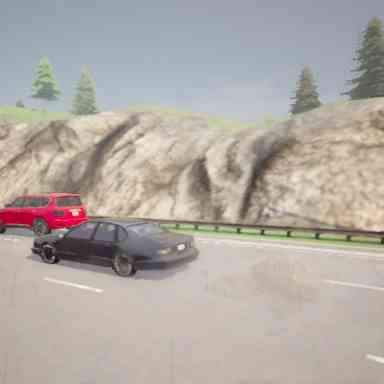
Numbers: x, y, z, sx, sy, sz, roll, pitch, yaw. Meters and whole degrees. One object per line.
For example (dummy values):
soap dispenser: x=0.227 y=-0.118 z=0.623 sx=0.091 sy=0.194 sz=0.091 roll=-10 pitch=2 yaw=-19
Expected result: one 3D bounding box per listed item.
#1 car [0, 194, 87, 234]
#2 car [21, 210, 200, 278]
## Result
car: x=-7.900 y=1.123 z=17.068 sx=5.566 sy=2.045 sz=2.150 roll=0 pitch=0 yaw=28
car: x=-2.432 y=1.474 z=9.870 sx=5.357 sy=1.411 sz=2.033 roll=0 pitch=1 yaw=31
